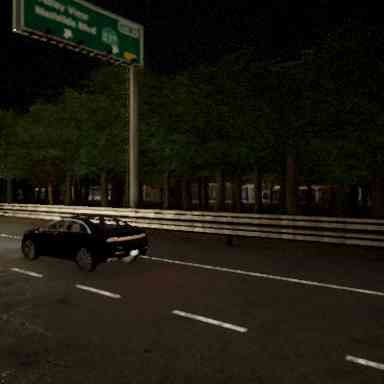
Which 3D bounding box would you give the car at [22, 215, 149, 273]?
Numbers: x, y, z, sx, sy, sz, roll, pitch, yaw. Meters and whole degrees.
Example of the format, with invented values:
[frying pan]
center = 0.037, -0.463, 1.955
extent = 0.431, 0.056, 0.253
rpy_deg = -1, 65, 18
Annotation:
[car]
center = -3.590, 1.491, 10.725
extent = 4.902, 1.511, 2.128
rpy_deg = 0, 0, 35
